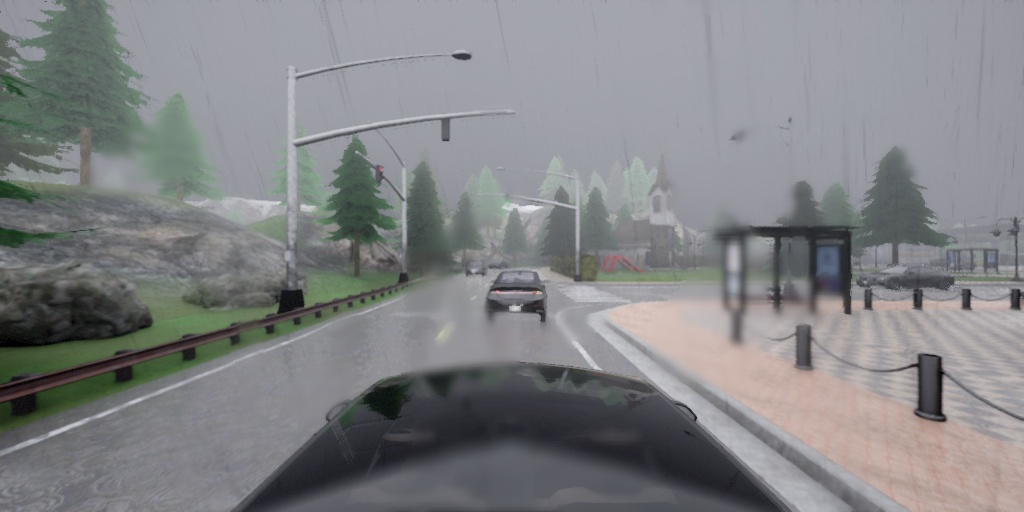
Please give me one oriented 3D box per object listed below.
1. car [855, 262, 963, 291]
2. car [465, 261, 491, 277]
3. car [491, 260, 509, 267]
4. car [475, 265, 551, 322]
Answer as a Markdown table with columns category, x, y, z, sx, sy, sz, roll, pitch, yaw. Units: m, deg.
| category | x | y | z | sx | sy | sz | roll | pitch | yaw |
| --- | --- | --- | --- | --- | --- | --- | --- | --- | --- |
| car | 23.131 | 1.275 | 21.170 | 4.674 | 1.442 | 1.812 | 0 | 0 | 0 |
| car | -3.571 | 1.264 | 36.303 | 2.128 | 1.511 | 4.902 | 0 | 0 | 0 |
| car | -1.988 | 1.332 | 54.503 | 2.033 | 1.411 | 5.357 | 0 | 0 | 19 |
| car | 0.281 | 1.247 | 12.379 | 2.128 | 1.511 | 4.902 | 0 | 0 | 4 |
